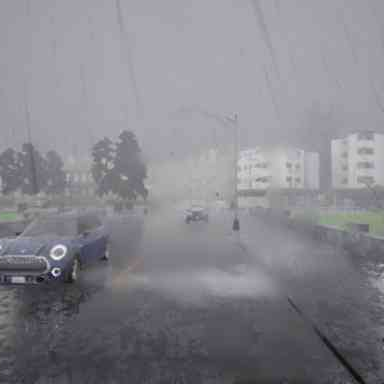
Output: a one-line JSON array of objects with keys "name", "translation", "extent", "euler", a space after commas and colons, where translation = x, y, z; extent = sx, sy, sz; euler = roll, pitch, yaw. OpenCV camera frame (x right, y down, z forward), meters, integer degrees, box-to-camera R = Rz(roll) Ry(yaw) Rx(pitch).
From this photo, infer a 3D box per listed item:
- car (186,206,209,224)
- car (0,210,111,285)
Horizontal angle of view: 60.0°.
[{"name": "car", "translation": [0.469, 1.904, 28.582], "extent": [1.812, 1.442, 4.674], "euler": [0, -1, 1]}, {"name": "car", "translation": [-3.976, 1.482, 9.991], "extent": [2.097, 1.767, 4.553], "euler": [0, -1, 2]}]
